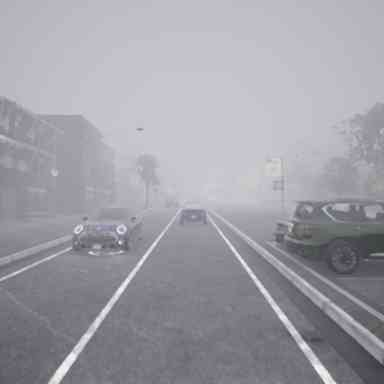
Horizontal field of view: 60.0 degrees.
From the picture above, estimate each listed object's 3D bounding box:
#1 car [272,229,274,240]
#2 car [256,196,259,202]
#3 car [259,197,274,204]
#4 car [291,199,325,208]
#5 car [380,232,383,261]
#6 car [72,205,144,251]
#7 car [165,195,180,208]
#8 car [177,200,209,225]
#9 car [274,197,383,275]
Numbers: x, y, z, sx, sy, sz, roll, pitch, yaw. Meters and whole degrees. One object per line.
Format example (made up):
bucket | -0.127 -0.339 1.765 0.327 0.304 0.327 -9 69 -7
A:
car | 5.593 1.488 12.804 4.892 1.521 2.231 0 0 0
car | 18.691 2.060 81.245 4.674 1.452 2.002 0 0 0
car | 18.761 1.867 78.077 4.553 1.767 2.185 0 -1 0
car | 18.708 1.839 53.740 4.674 1.452 2.002 0 0 0
car | 5.601 1.465 4.399 4.892 1.521 2.231 0 0 0
car | -3.348 1.372 14.011 2.097 1.767 4.553 0 0 0
car | -3.297 1.590 56.525 2.150 2.045 5.566 0 0 0
car | 0.103 1.590 25.362 1.882 1.535 5.008 0 -1 0
car | 5.625 1.225 10.004 5.566 2.045 2.435 0 0 0
